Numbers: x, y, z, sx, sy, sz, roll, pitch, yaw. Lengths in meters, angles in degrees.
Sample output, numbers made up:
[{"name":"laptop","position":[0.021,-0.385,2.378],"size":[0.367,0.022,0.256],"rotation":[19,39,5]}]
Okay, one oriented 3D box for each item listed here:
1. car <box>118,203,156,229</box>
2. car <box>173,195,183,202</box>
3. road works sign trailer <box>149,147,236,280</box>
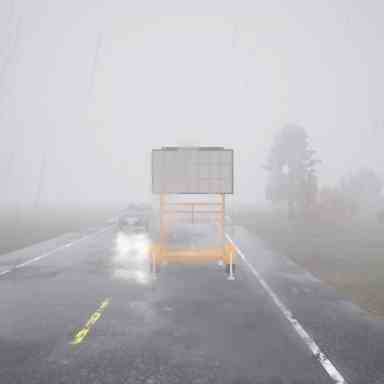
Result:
[{"name":"car","position":[-3.458,1.496,21.457],"size":[2.128,1.511,4.902],"rotation":[0,0,0]},{"name":"car","position":[-3.344,1.410,79.752],"size":[2.097,1.767,4.553],"rotation":[0,0,0]},{"name":"road works sign trailer","position":[0.019,0.465,9.945],"size":[2.380,3.560,2.880],"rotation":[0,0,0]}]
